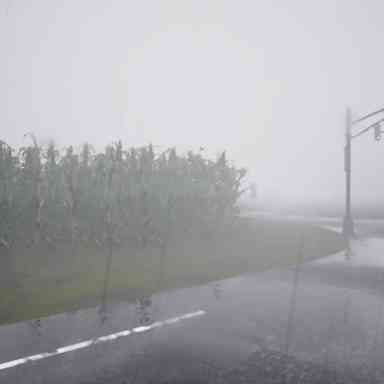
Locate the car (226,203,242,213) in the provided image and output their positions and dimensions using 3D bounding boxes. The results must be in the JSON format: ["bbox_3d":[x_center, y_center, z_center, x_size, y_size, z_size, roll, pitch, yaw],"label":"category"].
[{"bbox_3d":[3.001,1.351,34.358,2.033,1.411,5.357,0,0,-26],"label":"car"}]
